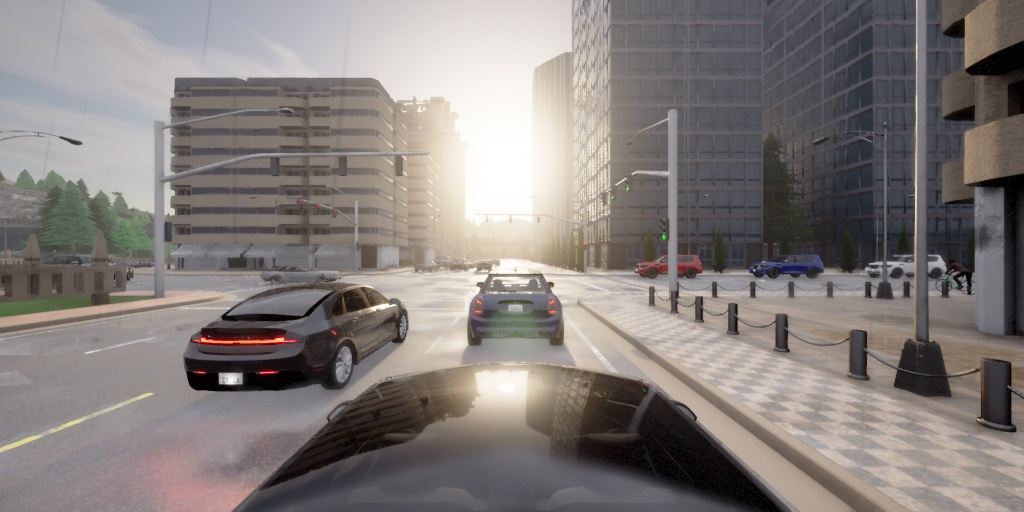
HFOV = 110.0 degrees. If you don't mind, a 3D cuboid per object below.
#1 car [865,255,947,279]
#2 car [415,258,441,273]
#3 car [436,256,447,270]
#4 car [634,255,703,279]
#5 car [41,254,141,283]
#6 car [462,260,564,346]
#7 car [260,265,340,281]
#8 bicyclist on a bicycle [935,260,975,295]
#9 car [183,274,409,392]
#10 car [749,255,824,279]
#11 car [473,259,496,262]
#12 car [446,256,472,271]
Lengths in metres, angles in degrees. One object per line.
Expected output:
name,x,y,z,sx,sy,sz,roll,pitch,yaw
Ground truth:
car,34.396,0.916,31.372,5.566,2.045,2.150,0,0,0
car,-10.578,1.276,44.599,1.812,1.442,4.674,0,0,1
car,-10.521,0.971,54.305,2.150,2.045,5.566,0,0,0
car,13.714,0.916,31.515,5.566,2.045,2.150,0,0,0
car,-29.755,0.915,25.048,5.566,2.045,2.150,0,0,6
car,0.092,1.102,9.585,2.097,1.767,4.553,0,0,0
car,-14.643,1.314,25.191,4.718,1.301,1.895,1,0,-9
bicyclist on a bicycle,21.022,0.996,16.981,0.582,1.620,1.656,0,0,0
car,-3.425,1.255,6.814,1.837,1.490,4.892,0,0,0
car,24.034,0.916,31.442,5.566,2.045,2.150,0,0,1
car,-3.398,1.255,45.727,1.837,1.490,4.892,0,0,1
car,-7.033,1.102,48.181,2.097,1.767,4.553,0,0,0
